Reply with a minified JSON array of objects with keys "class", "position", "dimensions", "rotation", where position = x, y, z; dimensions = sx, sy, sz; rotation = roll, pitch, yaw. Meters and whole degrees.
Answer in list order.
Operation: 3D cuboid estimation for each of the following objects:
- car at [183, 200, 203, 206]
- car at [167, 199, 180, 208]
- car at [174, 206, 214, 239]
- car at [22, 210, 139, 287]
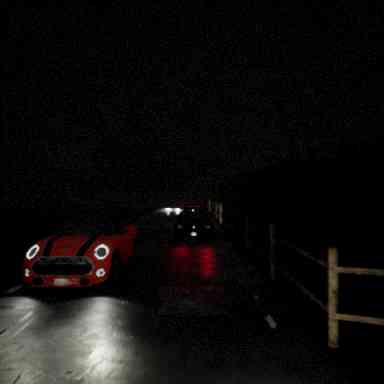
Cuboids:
[{"class":"car","position":[0.093,1.589,34.953],"dimensions":[1.837,1.490,4.892],"rotation":[0,0,0]},{"class":"car","position":[-2.844,1.757,51.157],"dimensions":[1.895,1.301,4.718],"rotation":[0,0,0]},{"class":"car","position":[0.092,1.631,17.409],"dimensions":[1.895,1.301,4.718],"rotation":[0,0,0]},{"class":"car","position":[-2.852,1.366,9.474],"dimensions":[2.097,1.767,4.553],"rotation":[0,0,0]}]
